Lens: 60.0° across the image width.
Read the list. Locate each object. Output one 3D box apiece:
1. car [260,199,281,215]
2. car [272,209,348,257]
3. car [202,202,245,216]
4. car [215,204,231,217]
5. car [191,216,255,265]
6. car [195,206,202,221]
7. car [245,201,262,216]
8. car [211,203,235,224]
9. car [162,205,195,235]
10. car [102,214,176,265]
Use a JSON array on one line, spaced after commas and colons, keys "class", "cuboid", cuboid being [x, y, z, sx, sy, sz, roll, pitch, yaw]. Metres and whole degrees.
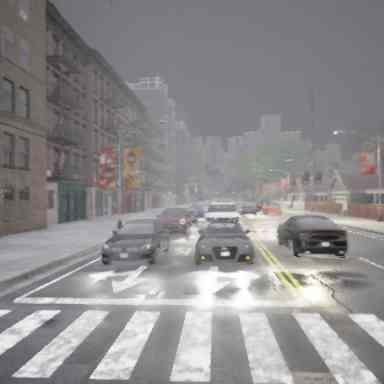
[{"class": "car", "cuboid": [10.791, 2.152, 45.148, 2.097, 1.767, 4.553, -1, -1, 6]}, {"class": "car", "cuboid": [4.840, 1.713, 13.980, 1.882, 1.535, 5.008, -1, -1, 5]}, {"class": "car", "cuboid": [2.050, 1.661, 21.895, 2.150, 2.045, 5.566, -1, -1, 5]}, {"class": "car", "cuboid": [3.907, 2.358, 42.132, 1.812, 1.442, 4.674, -1, -1, 5]}, {"class": "car", "cuboid": [1.225, 1.819, 12.566, 1.994, 1.385, 4.181, -1, -1, 5]}, {"class": "car", "cuboid": [-0.391, 2.263, 31.024, 1.895, 1.301, 4.718, -1, -1, 5]}, {"class": "car", "cuboid": [7.330, 2.296, 42.994, 2.128, 1.511, 4.902, -1, -1, 6]}, {"class": "car", "cuboid": [2.958, 1.989, 31.992, 2.097, 1.767, 4.553, -1, -1, 5]}, {"class": "car", "cuboid": [-1.192, 1.839, 22.089, 2.097, 1.767, 4.553, -1, -1, 5]}, {"class": "car", "cuboid": [-1.991, 1.835, 13.071, 1.812, 1.442, 4.674, -1, -1, 5]}]
